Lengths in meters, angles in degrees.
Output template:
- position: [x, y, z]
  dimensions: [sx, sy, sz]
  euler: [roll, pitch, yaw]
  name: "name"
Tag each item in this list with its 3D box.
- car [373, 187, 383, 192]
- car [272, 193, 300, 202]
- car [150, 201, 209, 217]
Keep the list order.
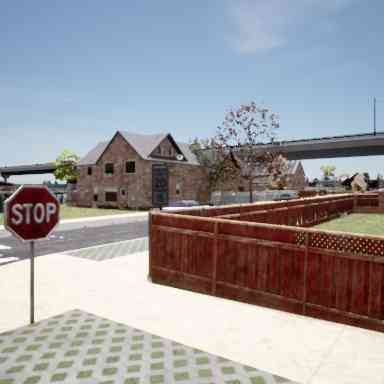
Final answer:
- position: [44.177, -0.026, 78.795]
  dimensions: [1.895, 1.301, 4.718]
  euler: [0, 1, 37]
  name: "car"
- position: [11.168, 0.849, 39.217]
  dimensions: [1.882, 1.535, 5.008]
  euler: [0, 1, 37]
  name: "car"
- position: [-0.824, 1.293, 23.179]
  dimensions: [1.895, 1.301, 4.718]
  euler: [0, 1, 37]
  name: "car"
